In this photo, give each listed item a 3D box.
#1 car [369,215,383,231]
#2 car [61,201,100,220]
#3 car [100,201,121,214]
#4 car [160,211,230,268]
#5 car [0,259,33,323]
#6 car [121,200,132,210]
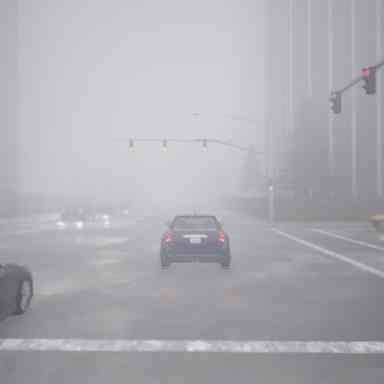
[{"bbox_3d":[13.265,1.631,19.843,5.008,1.535,1.882,0,-1,0],"label":"car"},{"bbox_3d":[-10.602,1.678,31.328,2.097,1.767,4.553,0,-1,0],"label":"car"},{"bbox_3d":[-10.596,2.030,41.243,1.895,1.301,4.718,0,-1,0],"label":"car"},{"bbox_3d":[0.099,1.449,11.737,2.097,1.767,4.553,0,-1,0],"label":"car"},{"bbox_3d":[-3.834,1.534,4.627,1.837,1.490,4.892,1,0,-7],"label":"car"},{"bbox_3d":[-10.555,2.045,51.868,1.837,1.490,4.892,0,-1,1],"label":"car"}]
